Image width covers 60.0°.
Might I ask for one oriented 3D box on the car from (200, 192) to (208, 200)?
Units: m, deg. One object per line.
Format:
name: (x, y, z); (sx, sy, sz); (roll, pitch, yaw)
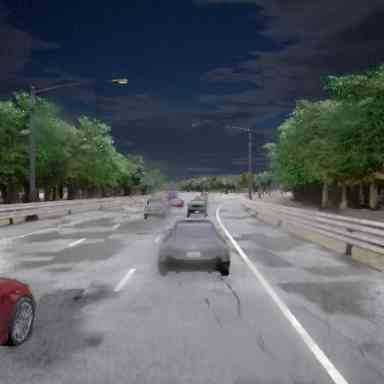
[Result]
car: (3.207, 1.060, 90.192); (2.150, 2.045, 5.566); (0, 0, 2)

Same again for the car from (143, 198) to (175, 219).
car: (-2.962, 1.534, 28.739); (2.033, 1.411, 5.357); (0, 0, 2)

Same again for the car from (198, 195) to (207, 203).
car: (2.134, 1.409, 67.233); (1.812, 1.442, 4.674); (0, 0, 3)

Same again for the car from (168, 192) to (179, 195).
car: (-4.359, 1.071, 77.621); (2.150, 2.045, 5.566); (0, 0, 3)

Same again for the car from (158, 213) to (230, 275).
car: (0.070, 1.566, 10.510); (1.994, 1.385, 4.181); (0, 0, 1)

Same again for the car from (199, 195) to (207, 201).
car: (2.729, 1.445, 79.295); (1.895, 1.301, 4.718); (0, 0, 3)

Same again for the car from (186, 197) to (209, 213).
car: (0.532, 1.492, 31.640); (1.837, 1.490, 4.892); (0, 0, 2)

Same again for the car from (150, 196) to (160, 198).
car: (-5.590, 1.436, 51.116); (1.837, 1.490, 4.892); (0, 0, 3)

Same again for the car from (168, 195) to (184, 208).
car: (-2.204, 1.509, 47.978); (1.994, 1.385, 4.181); (0, 0, 3)

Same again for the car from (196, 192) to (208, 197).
car: (1.264, 1.295, 49.428); (2.097, 1.767, 4.553); (0, 0, 3)

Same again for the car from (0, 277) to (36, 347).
car: (-3.385, 1.524, 3.345); (1.812, 1.442, 4.674); (0, 0, 0)
